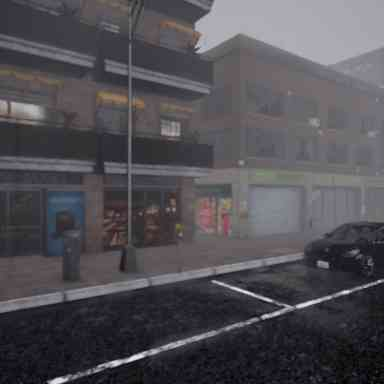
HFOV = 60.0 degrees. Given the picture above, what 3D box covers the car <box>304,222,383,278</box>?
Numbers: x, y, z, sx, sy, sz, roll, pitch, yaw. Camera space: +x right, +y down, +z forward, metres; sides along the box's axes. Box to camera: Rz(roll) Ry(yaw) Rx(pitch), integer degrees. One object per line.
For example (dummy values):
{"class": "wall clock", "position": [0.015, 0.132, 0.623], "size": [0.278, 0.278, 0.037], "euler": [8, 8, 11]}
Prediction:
{"class": "car", "position": [5.370, 1.626, 10.389], "size": [4.313, 1.339, 1.947], "euler": [0, 0, -35]}
